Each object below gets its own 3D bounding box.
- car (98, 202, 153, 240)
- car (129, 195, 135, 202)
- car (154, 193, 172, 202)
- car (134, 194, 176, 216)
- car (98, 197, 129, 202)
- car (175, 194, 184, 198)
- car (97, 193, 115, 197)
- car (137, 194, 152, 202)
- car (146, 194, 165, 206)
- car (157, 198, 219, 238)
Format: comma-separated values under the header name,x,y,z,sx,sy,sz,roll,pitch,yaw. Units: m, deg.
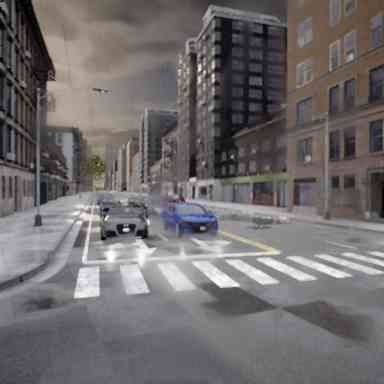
name,x,y,z,sx,sy,sz,roll,pitch,yaw
car,-3.263,1.359,15.597,1.994,1.385,4.181,0,0,-16
car,-6.119,1.108,37.303,1.837,1.490,4.892,0,0,-16
car,-4.996,0.985,57.193,2.033,1.411,5.357,0,1,-16
car,-3.066,1.201,26.656,2.128,1.511,4.902,0,0,-16
car,-6.416,1.290,26.549,1.895,1.301,4.718,0,0,-16
car,-2.170,1.067,47.533,1.812,1.442,4.674,0,1,-15
car,-11.002,0.877,42.617,2.097,1.767,4.553,0,1,-16
car,-8.127,1.026,56.323,1.895,1.301,4.718,0,1,-16
car,-5.204,1.037,46.362,1.837,1.490,4.892,0,1,-16
car,-0.223,1.283,16.796,1.882,1.535,5.008,0,0,-16
